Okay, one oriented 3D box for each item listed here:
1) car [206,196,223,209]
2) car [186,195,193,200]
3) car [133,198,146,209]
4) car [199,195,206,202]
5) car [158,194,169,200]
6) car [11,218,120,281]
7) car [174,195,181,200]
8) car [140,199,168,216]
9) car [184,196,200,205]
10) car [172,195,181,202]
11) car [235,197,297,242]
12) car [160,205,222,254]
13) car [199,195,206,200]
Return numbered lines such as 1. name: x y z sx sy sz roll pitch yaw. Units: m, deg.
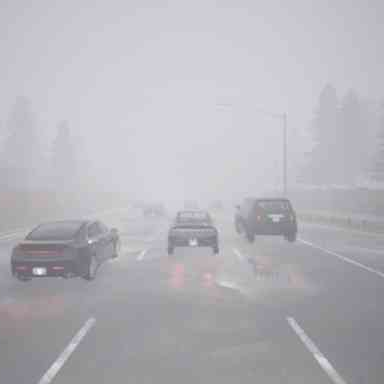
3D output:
1. car: 3.303 1.619 46.989 1.812 1.442 4.674 0 0 0
2. car: -0.619 1.618 94.469 1.994 1.385 4.181 0 0 0
3. car: -7.195 1.630 47.004 1.812 1.442 4.674 0 0 0
4. car: 2.952 1.646 84.073 1.882 1.535 5.008 0 0 0
5. car: -7.551 1.775 84.448 1.895 1.301 4.718 0 0 0
6. car: -3.447 1.530 9.912 1.837 1.490 4.892 0 0 0
7. car: -4.119 1.569 94.445 1.837 1.490 4.892 0 0 0
8. car: -3.599 1.672 32.788 1.895 1.301 4.718 0 0 0
9. car: -0.197 1.661 47.279 1.994 1.385 4.181 0 0 0
10. car: -4.051 1.729 84.442 1.994 1.385 4.181 0 0 0
11. car: 3.514 1.253 16.661 2.150 2.045 5.566 0 0 0
12. car: 0.030 1.519 13.668 2.128 1.511 4.902 0 0 0
13. car: 2.881 1.586 94.493 1.812 1.442 4.674 0 0 0
